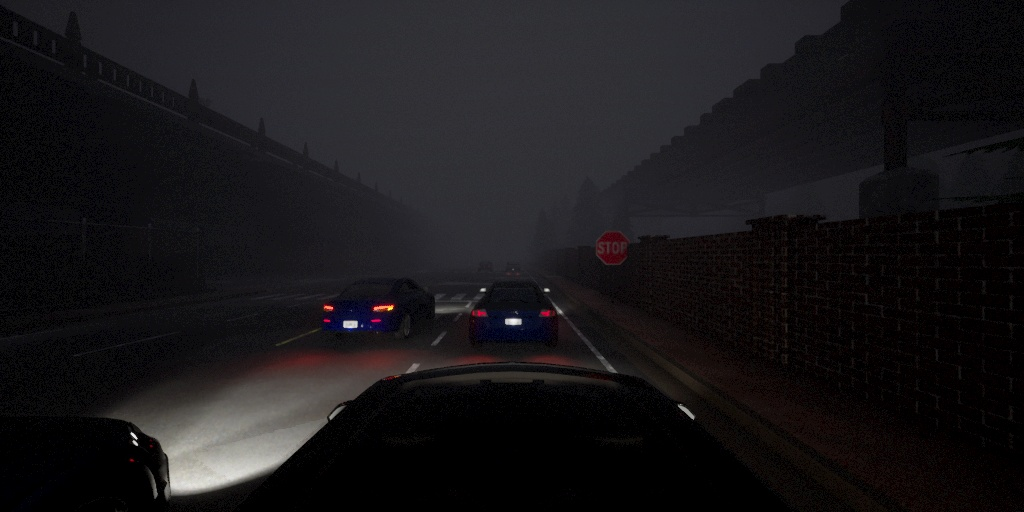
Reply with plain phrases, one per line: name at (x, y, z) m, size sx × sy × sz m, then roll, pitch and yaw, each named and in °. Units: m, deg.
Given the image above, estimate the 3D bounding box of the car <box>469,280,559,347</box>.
car at (0.072, 1.314, 9.335) m, size 1.994 × 1.385 × 4.181 m, roll 0°, pitch 0°, yaw 1°

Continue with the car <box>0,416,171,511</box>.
car at (-3.399, 1.314, 0.763) m, size 1.994 × 1.385 × 4.181 m, roll 0°, pitch 0°, yaw 0°

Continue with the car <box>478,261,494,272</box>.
car at (-3.380, 1.297, 45.981) m, size 2.033 × 1.411 × 5.357 m, roll 0°, pitch 0°, yaw -1°

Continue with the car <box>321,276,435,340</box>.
car at (-3.410, 1.276, 9.859) m, size 1.812 × 1.442 × 4.674 m, roll 0°, pitch 0°, yaw 0°

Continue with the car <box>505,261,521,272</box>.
car at (0.115, 1.350, 46.149) m, size 1.895 × 1.301 × 4.718 m, roll 0°, pitch 0°, yaw -1°
